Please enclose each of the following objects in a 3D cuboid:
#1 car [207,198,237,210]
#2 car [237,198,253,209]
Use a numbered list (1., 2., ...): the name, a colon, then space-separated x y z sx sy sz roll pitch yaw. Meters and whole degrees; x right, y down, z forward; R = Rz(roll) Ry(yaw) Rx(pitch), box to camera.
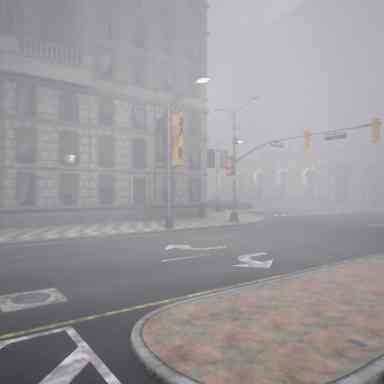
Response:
1. car: 3.282 1.564 42.907 1.994 1.385 4.181 0 0 -36
2. car: 6.224 1.564 44.813 1.994 1.385 4.181 0 0 -36
